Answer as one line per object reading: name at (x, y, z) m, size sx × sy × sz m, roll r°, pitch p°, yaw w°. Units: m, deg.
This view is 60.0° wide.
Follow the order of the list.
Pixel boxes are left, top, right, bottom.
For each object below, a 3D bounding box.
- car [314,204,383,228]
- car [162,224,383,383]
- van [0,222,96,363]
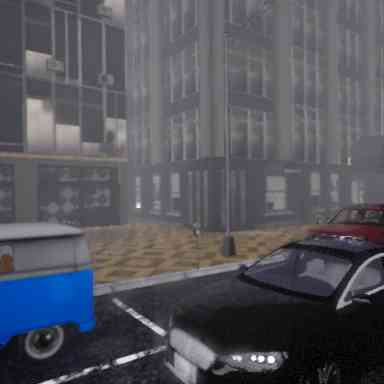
car at (5.730, 1.323, 10.664) m, size 5.009 × 1.841 × 2.192 m, roll 0°, pitch -1°, yaw -35°
car at (1.924, 1.494, 4.749) m, size 4.902 × 1.511 × 2.128 m, roll 0°, pitch 0°, yaw -35°
van at (-3.282, 1.341, 4.235) m, size 3.998 × 1.788 × 1.690 m, roll 0°, pitch -1°, yaw -35°
